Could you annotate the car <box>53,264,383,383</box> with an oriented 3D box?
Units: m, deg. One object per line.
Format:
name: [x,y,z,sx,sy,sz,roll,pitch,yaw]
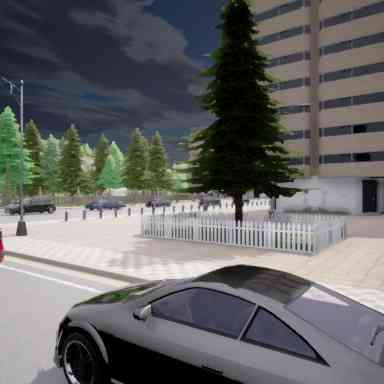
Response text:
car: [0.339,1.564,3.749,4.181,1.385,1.994,0,0,35]

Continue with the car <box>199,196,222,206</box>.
car: [3.104,1.505,54.370,1.837,1.490,4.892,0,0,35]

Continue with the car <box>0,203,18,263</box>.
car: [-7.352,1.221,9.179,5.566,2.045,2.150,0,0,36]

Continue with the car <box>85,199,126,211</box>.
car: [-10.652,1.547,41.412,2.033,1.411,5.357,0,0,35]

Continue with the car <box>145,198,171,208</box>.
car: [-4.964,1.564,49.384,1.994,1.385,4.181,0,0,36]

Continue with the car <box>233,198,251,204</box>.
car: [9.447,1.505,63.286,1.837,1.490,4.892,0,0,35]

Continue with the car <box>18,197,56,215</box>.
car: [-16.226,1.352,33.574,2.097,1.767,4.553,0,0,35]
